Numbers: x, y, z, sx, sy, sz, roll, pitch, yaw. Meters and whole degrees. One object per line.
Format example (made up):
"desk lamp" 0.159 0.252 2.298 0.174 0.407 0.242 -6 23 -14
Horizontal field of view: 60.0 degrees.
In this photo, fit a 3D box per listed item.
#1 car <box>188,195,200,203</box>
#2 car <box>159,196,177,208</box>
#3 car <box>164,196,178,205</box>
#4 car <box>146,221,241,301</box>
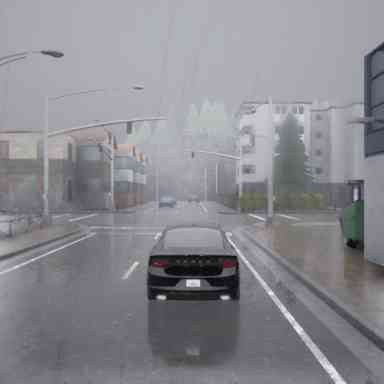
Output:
"car" 0.466 1.343 69.686 2.097 1.767 4.553 0 0 7
"car" -3.612 1.471 47.380 1.882 1.535 5.008 0 0 0
"car" -3.595 1.483 57.731 2.128 1.511 4.902 0 0 0
"car" 0.047 1.476 8.413 1.882 1.535 5.008 0 0 1
